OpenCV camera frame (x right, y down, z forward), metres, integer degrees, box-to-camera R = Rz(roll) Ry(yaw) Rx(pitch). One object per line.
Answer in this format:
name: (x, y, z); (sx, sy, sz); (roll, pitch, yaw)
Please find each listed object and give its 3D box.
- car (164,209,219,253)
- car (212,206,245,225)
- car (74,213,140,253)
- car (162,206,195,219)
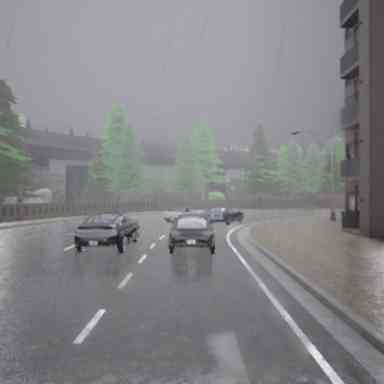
car: (0.039, 1.663, 14.370); (1.812, 1.442, 4.674); (0, 0, 1)
car: (2.581, 1.798, 26.284); (2.033, 1.411, 5.357); (0, -1, 26)
car: (-3.467, 1.629, 14.293); (2.128, 1.511, 4.902); (0, 0, 1)
car: (-0.527, 1.867, 27.880); (1.895, 1.301, 4.718); (0, -1, 26)
